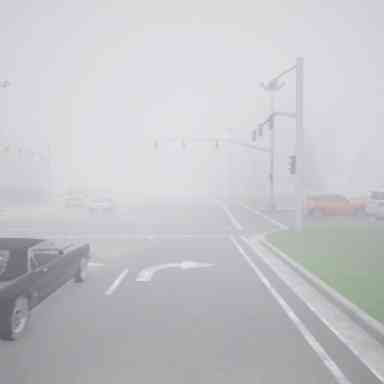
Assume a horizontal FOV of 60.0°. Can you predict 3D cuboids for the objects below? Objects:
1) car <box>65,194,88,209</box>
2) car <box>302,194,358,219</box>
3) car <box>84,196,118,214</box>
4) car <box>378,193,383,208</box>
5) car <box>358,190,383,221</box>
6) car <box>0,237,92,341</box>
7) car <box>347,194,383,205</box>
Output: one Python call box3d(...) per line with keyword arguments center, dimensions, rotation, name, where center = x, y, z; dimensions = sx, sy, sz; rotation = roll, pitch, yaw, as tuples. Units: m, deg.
box3d(center=(-11.733, 0.907, 34.711), dimensions=(1.882, 1.535, 5.008), rotation=(0, 1, -4), name="car")
box3d(center=(10.141, 0.961, 23.633), dimensions=(4.553, 1.767, 2.097), rotation=(0, 1, -2), name="car")
box3d(center=(-7.563, 1.129, 28.669), dimensions=(1.895, 1.301, 4.718), rotation=(0, 1, -5), name="car")
box3d(center=(22.904, 0.892, 35.483), dimensions=(5.008, 1.535, 1.882), rotation=(0, 1, -1), name="car")
box3d(center=(13.689, 0.883, 20.434), dimensions=(5.566, 2.045, 2.150), rotation=(0, 1, 2), name="car")
box3d(center=(-3.416, 1.496, 6.239), dimensions=(1.895, 1.301, 4.718), rotation=(0, 1, 0), name="car")
box3d(center=(22.543, 0.900, 42.477), dimensions=(4.718, 1.301, 1.895), rotation=(0, 1, -1), name="car")
